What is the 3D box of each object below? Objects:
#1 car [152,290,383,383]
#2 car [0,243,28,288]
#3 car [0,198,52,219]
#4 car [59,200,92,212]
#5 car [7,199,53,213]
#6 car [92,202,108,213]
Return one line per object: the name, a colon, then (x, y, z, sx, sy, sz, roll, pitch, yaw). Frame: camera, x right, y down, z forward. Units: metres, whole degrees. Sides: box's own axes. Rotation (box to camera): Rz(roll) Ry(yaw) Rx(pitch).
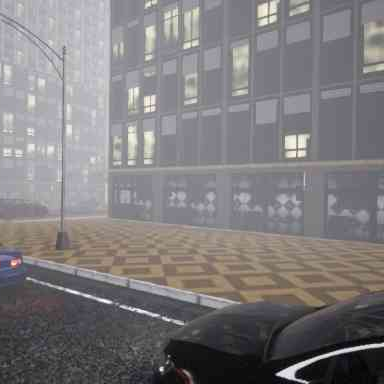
car: (1.882, 1.506, 2.340, 4.892, 1.490, 1.837, 0, 0, 35)
car: (-6.115, 1.543, 8.065, 5.357, 1.411, 2.033, 0, 0, 36)
car: (-16.068, 1.518, 30.971, 2.192, 1.841, 5.009, 1, 0, 37)
car: (-14.336, 1.752, 43.020, 2.033, 1.411, 5.357, 1, 0, 37)
car: (-19.548, 1.642, 40.352, 1.752, 1.417, 4.829, 1, 0, 37)
car: (-9.253, 1.829, 40.169, 1.752, 1.417, 4.829, 1, 0, 37)
